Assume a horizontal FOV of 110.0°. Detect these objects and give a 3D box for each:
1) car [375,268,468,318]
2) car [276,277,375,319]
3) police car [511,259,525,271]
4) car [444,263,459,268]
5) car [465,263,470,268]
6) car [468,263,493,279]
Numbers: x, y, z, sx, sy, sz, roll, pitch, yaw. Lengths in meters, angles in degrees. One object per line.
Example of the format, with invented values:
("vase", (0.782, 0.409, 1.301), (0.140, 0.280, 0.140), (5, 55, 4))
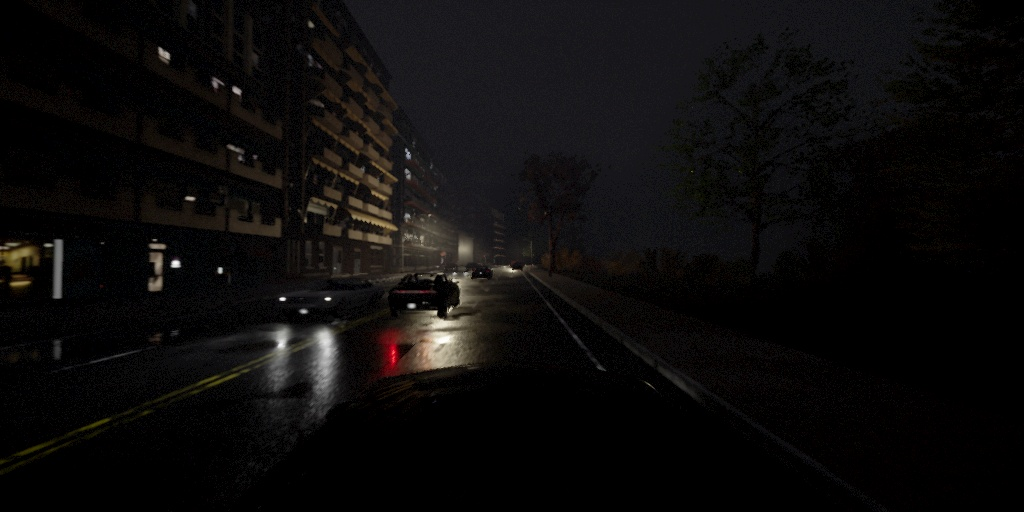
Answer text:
("car", (-3.151, 1.375, 13.695), (2.128, 1.511, 4.902), (0, 0, 0))
("car", (-6.594, 1.482, 13.586), (1.895, 1.301, 4.718), (0, -1, 0))
("police car", (0.969, 1.877, 64.014), (1.930, 1.638, 5.238), (0, -1, 0))
("car", (-9.797, 1.887, 58.184), (1.837, 1.490, 4.892), (0, 0, 1))
("car", (-6.549, 1.888, 58.308), (1.837, 1.490, 4.892), (0, 0, 1))
("car", (-3.162, 1.721, 38.309), (1.994, 1.385, 4.181), (0, -1, 0))
